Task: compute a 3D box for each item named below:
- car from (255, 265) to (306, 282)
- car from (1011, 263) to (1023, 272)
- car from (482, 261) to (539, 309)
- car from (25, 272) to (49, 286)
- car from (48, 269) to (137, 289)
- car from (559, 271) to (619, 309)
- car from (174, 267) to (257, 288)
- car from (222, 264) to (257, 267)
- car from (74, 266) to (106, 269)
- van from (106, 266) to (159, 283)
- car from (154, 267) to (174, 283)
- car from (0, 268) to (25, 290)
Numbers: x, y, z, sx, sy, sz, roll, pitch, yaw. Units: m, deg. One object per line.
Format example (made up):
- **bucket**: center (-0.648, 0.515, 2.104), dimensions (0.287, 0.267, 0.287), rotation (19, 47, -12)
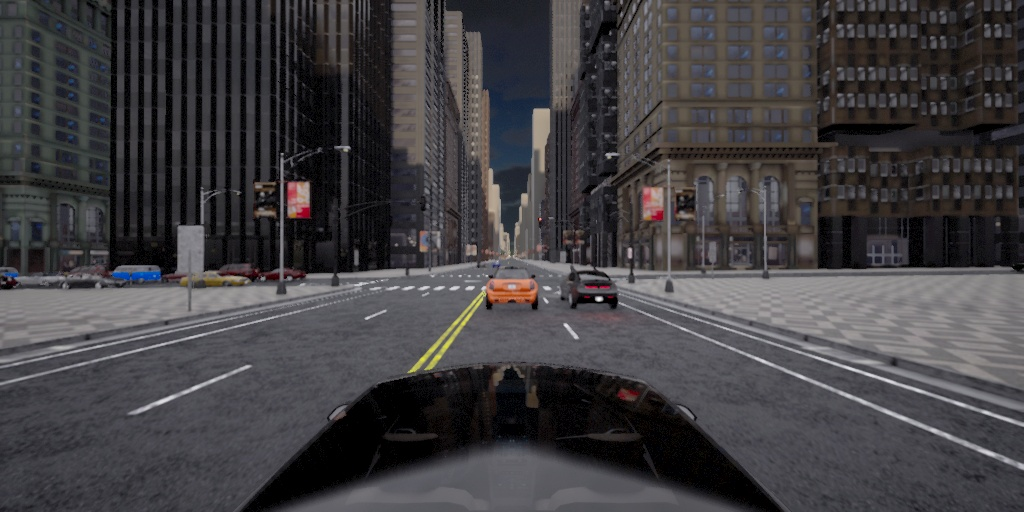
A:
- **car**: center (-23.968, 1.908, 37.453), dimensions (4.507, 1.381, 1.888), rotation (0, 0, 0)
- **car**: center (51.597, 0.936, 34.579), dimensions (4.718, 1.301, 1.895), rotation (-1, 0, 0)
- **car**: center (0.004, 1.231, 15.923), dimensions (2.097, 1.767, 4.553), rotation (0, -1, 0)
- **car**: center (-45.338, 2.238, 34.742), dimensions (4.718, 1.301, 1.895), rotation (-1, 0, 0)
- **car**: center (-33.770, 2.003, 28.947), dimensions (4.403, 1.370, 2.007), rotation (0, 0, 0)
- **car**: center (3.253, 1.386, 15.822), dimensions (1.837, 1.490, 4.892), rotation (0, -1, 0)
- **car**: center (-23.829, 1.845, 28.925), dimensions (4.829, 1.417, 1.751), rotation (0, 0, 0)
- **car**: center (-29.055, 1.746, 37.471), dimensions (5.009, 1.841, 2.192), rotation (0, 0, 0)
- **car**: center (-44.316, 1.953, 37.522), dimensions (5.009, 1.841, 2.192), rotation (0, 0, 0)
- **van**: center (-39.230, 1.910, 37.505), dimensions (3.998, 1.789, 1.690), rotation (0, 0, 0)
- **car**: center (-34.142, 2.083, 37.488), dimensions (4.207, 1.307, 1.802), rotation (0, 0, 0)
- **car**: center (-43.542, 1.899, 28.969), dimensions (5.009, 1.841, 2.192), rotation (0, 0, 0)
